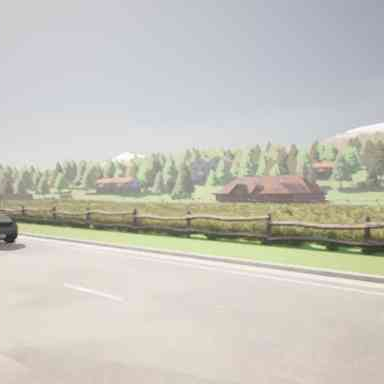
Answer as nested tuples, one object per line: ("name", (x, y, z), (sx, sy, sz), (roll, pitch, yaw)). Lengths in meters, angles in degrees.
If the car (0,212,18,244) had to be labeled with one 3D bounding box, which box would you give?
("car", (-9.928, 1.635, 15.376), (4.892, 1.490, 1.837), (-1, 0, 36))
